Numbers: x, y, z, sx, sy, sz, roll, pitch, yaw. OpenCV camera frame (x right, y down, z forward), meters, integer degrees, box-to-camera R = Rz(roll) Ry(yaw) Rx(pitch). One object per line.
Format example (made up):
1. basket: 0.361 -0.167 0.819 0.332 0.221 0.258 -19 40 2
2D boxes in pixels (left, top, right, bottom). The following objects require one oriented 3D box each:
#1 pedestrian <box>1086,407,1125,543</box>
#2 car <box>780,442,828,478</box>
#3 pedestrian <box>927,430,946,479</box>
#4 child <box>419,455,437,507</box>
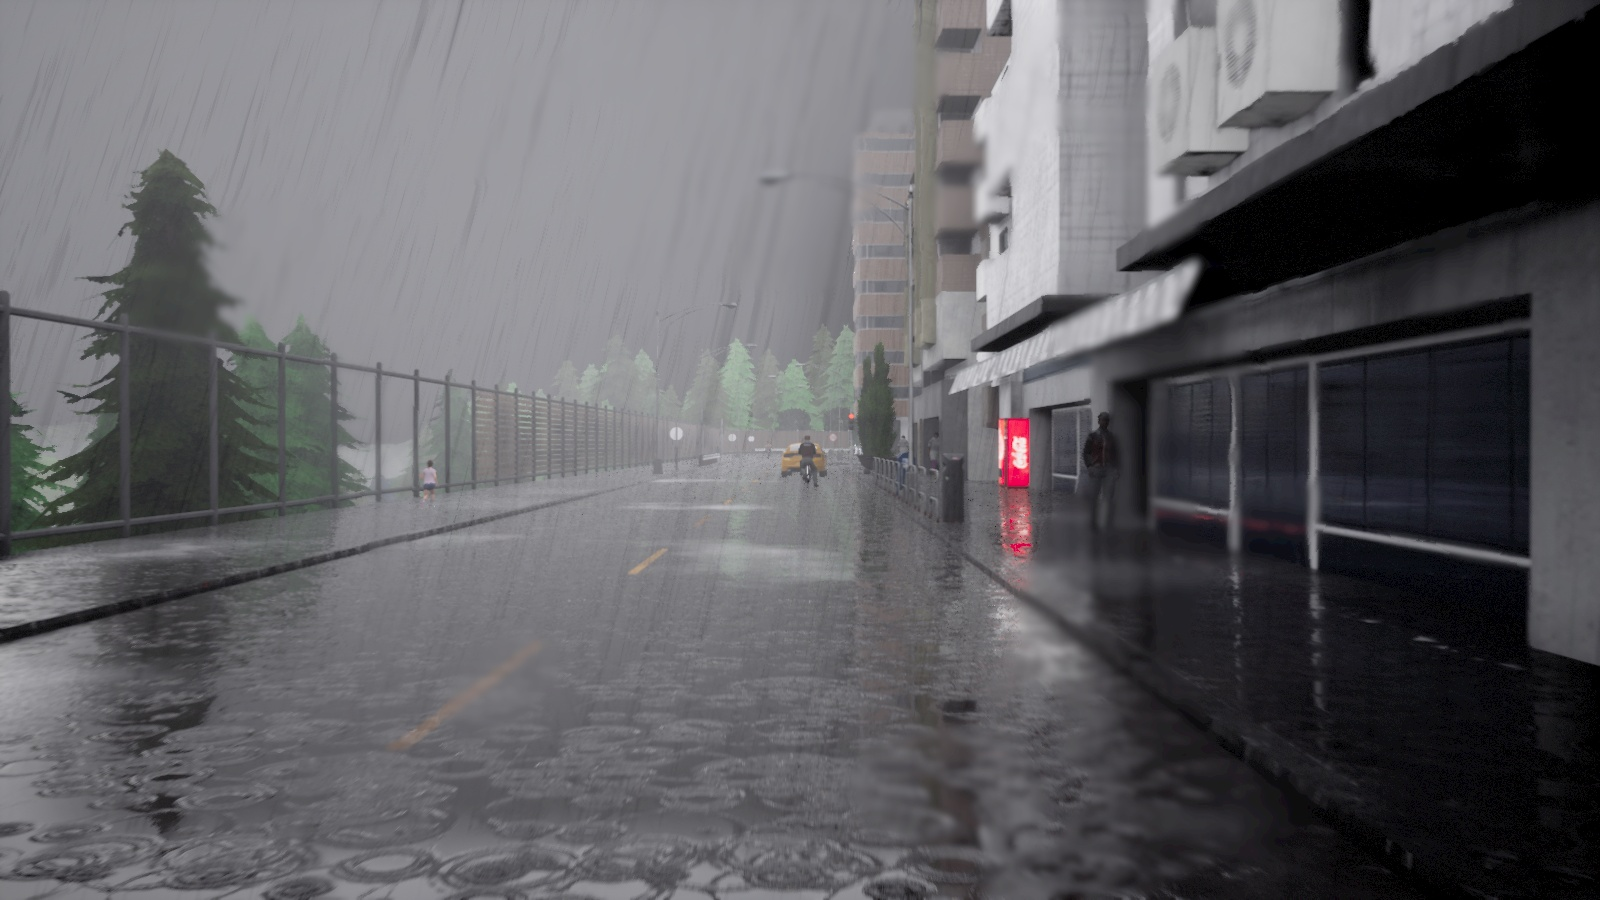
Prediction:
1. pedestrian: 4.405 0.358 18.130 0.402 1.930 0.666 0 0 0
2. car: 0.224 0.407 56.247 1.882 1.535 5.008 0 0 3
3. pedestrian: 5.463 0.177 50.320 0.659 1.952 0.873 0 0 1
4. child: -8.122 0.675 27.415 0.255 1.110 0.394 0 0 1
